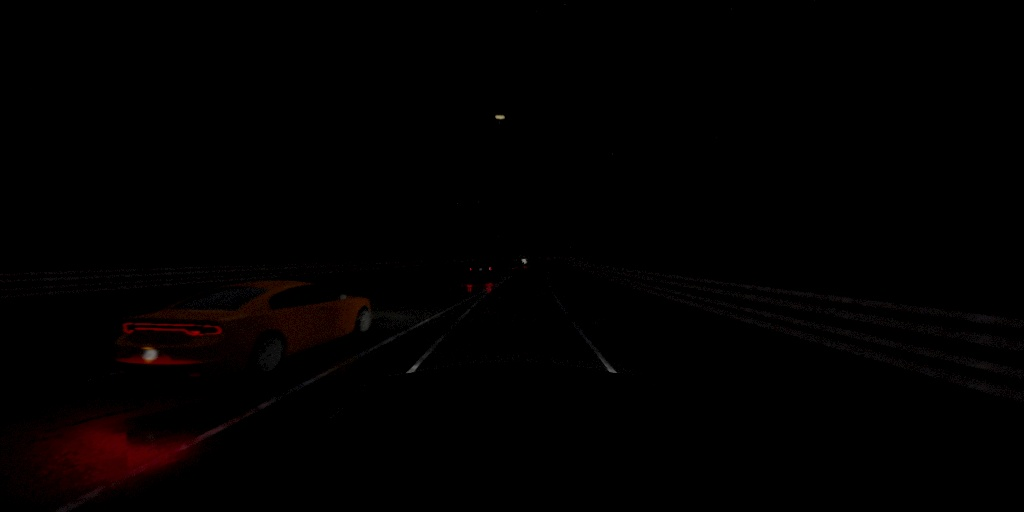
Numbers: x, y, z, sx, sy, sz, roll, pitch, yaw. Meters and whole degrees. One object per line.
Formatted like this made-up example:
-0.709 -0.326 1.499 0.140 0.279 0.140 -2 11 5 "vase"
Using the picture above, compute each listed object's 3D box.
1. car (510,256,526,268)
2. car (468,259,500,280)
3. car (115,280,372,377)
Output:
0.818 1.186 59.458 1.882 1.535 5.008 0 0 6 "car"
-2.277 1.077 30.652 2.097 1.767 4.553 0 0 6 "car"
-4.770 1.230 7.451 1.882 1.535 5.008 0 0 6 "car"
